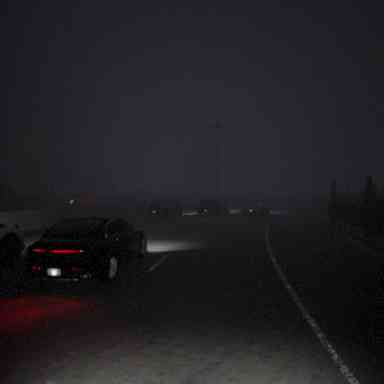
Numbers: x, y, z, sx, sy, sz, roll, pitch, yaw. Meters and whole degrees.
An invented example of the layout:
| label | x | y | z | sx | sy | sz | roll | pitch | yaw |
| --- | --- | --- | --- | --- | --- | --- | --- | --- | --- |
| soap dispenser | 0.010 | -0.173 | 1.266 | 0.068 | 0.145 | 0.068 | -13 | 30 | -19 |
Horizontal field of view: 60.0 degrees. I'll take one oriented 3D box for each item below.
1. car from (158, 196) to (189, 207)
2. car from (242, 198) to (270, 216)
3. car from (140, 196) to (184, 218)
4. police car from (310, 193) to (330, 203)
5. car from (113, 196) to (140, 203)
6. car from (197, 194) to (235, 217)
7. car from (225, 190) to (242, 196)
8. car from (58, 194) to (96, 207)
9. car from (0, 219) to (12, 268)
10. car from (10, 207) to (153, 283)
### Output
| label | x | y | z | sx | sy | sz | roll | pitch | yaw |
| --- | --- | --- | --- | --- | --- | --- | --- | --- | --- |
| car | -2.432 | 1.209 | 44.952 | 1.895 | 1.301 | 4.718 | 0 | 0 | 28 |
| car | 5.569 | 1.251 | 28.880 | 1.812 | 1.442 | 4.674 | 0 | 0 | 22 |
| car | -2.163 | 1.269 | 27.292 | 1.812 | 1.442 | 4.674 | 0 | 0 | 18 |
| police car | 21.362 | 0.967 | 55.000 | 2.038 | 1.542 | 4.974 | 0 | 0 | 41 |
| car | -7.983 | 1.203 | 41.526 | 1.994 | 1.385 | 4.181 | 0 | 0 | 25 |
| car | 1.880 | 1.224 | 28.315 | 2.128 | 1.511 | 4.902 | 0 | 0 | 19 |
| car | 8.760 | 0.628 | 72.182 | 2.150 | 2.045 | 5.566 | 0 | 0 | 42 |
| car | -13.160 | 1.015 | 38.322 | 2.097 | 1.767 | 4.553 | 0 | 1 | 23 |
| car | -6.359 | 1.131 | 7.768 | 2.150 | 2.045 | 5.566 | 0 | 0 | 6 |
| car | -2.632 | 1.407 | 9.383 | 1.837 | 1.490 | 4.892 | 0 | 1 | 6 |
